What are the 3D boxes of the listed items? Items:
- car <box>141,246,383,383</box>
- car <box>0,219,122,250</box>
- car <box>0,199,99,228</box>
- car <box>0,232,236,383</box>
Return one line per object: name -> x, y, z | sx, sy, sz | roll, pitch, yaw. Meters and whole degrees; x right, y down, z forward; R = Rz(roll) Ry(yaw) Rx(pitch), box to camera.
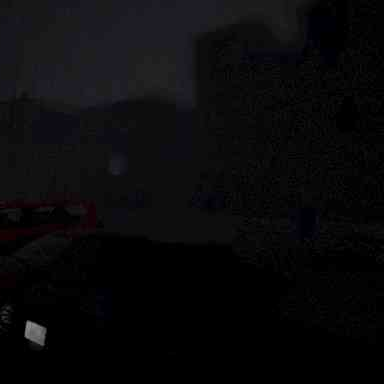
car -> 1.974, 1.483, 3.745 | 2.097, 1.535, 5.008 | 0, 0, 36
car -> -2.565, 1.528, 6.979 | 2.002, 1.452, 4.674 | 0, 0, 35
car -> -4.848, 1.230, 8.569 | 2.435, 2.045, 5.566 | 0, 0, 35
car -> -0.281, 1.519, 5.383 | 2.163, 1.488, 4.792 | 0, 0, 35
